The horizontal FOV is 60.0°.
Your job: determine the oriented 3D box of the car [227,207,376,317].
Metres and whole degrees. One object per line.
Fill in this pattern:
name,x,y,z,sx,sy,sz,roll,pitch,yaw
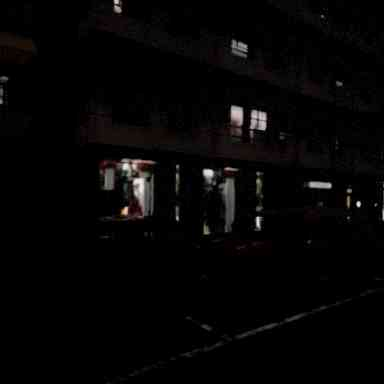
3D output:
car,2.312,1.321,7.719,5.009,1.841,2.192,0,1,-35

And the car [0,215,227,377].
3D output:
car,-2.190,1.316,4.507,5.009,1.841,2.192,0,1,-35
